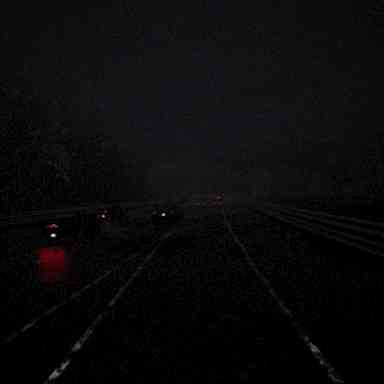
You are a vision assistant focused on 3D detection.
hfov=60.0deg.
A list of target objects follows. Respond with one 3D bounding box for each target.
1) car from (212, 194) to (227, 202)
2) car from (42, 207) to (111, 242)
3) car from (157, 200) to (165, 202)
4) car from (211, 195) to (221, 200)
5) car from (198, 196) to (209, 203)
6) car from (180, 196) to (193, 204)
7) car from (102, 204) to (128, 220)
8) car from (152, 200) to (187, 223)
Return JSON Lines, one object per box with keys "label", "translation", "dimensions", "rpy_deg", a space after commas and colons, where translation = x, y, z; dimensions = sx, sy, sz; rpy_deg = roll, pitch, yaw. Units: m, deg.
{"label": "car", "translation": [6.025, 1.437, 73.731], "dimensions": [2.128, 1.511, 4.902], "rpy_deg": [-3, 0, 12]}
{"label": "car", "translation": [-6.621, 1.901, 19.037], "dimensions": [1.837, 1.490, 4.892], "rpy_deg": [-3, 0, 7]}
{"label": "car", "translation": [-3.466, 1.783, 40.910], "dimensions": [1.882, 1.535, 5.008], "rpy_deg": [-3, 0, 9]}
{"label": "car", "translation": [6.868, 1.510, 94.060], "dimensions": [1.994, 1.385, 4.181], "rpy_deg": [-3, 0, 13]}
{"label": "car", "translation": [2.411, 1.637, 73.507], "dimensions": [1.812, 1.442, 4.674], "rpy_deg": [-3, 0, 11]}
{"label": "car", "translation": [-1.220, 1.670, 73.228], "dimensions": [2.097, 1.767, 4.553], "rpy_deg": [-3, 0, 11]}
{"label": "car", "translation": [-8.070, 2.039, 33.958], "dimensions": [1.837, 1.490, 4.892], "rpy_deg": [-3, 0, 9]}
{"label": "car", "translation": [-1.914, 1.730, 27.673], "dimensions": [1.994, 1.385, 4.181], "rpy_deg": [-3, 0, 8]}
